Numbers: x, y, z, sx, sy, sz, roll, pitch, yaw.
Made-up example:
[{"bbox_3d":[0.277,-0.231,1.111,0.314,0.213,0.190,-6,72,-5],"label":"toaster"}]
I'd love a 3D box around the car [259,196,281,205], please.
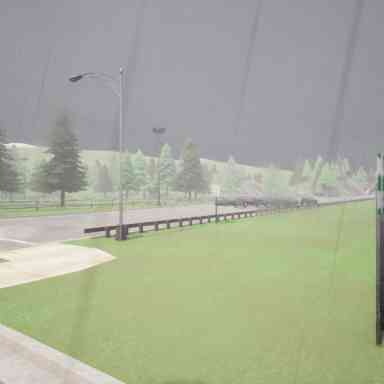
[{"bbox_3d":[13.869,1.491,58.958,2.128,1.511,4.902,0,0,35],"label":"car"}]

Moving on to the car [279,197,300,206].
[{"bbox_3d":[16.754,1.601,56.976,1.895,1.301,4.718,0,0,35],"label":"car"}]

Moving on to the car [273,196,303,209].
[{"bbox_3d":[13.265,1.505,45.806,1.837,1.490,4.892,0,0,35],"label":"car"}]

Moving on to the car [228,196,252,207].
[{"bbox_3d":[8.035,1.491,50.530,2.128,1.511,4.902,0,0,35],"label":"car"}]

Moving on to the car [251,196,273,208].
[{"bbox_3d":[10.903,1.505,48.524,1.837,1.490,4.892,0,0,35],"label":"car"}]

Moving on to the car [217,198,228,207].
[{"bbox_3d":[5.338,1.564,52.767,1.994,1.385,4.181,0,0,35],"label":"car"}]

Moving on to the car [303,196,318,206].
[{"bbox_3d":[19.129,1.505,54.266,1.837,1.490,4.892,0,0,35],"label":"car"}]

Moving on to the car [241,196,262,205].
[{"bbox_3d":[11.002,1.478,60.965,1.882,1.535,5.008,0,0,35],"label":"car"}]
